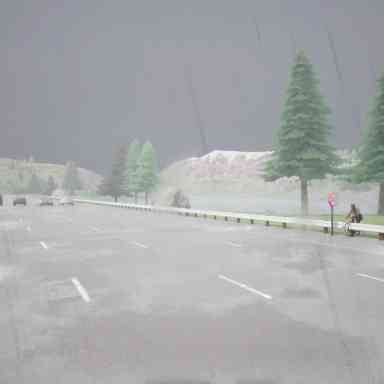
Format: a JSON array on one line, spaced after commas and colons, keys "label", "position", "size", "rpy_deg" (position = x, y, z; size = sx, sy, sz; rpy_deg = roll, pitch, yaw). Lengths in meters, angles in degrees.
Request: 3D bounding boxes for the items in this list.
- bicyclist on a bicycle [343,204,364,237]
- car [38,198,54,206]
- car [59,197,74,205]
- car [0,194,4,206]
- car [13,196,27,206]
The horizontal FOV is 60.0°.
[{"label": "bicyclist on a bicycle", "position": [8.102, 1.433, 16.592], "size": [1.656, 1.620, 0.582], "rpy_deg": [4, -2, -30]}, {"label": "car", "position": [-23.995, 1.601, 54.471], "size": [1.895, 1.301, 4.718], "rpy_deg": [0, 0, -31]}, {"label": "car", "position": [-21.620, 1.526, 57.325], "size": [1.812, 1.442, 4.674], "rpy_deg": [0, 0, -30]}, {"label": "car", "position": [-31.963, 1.221, 54.187], "size": [2.150, 2.045, 5.566], "rpy_deg": [0, 0, -31]}, {"label": "car", "position": [-29.313, 1.492, 56.578], "size": [2.128, 1.511, 4.902], "rpy_deg": [0, 0, -31]}]
